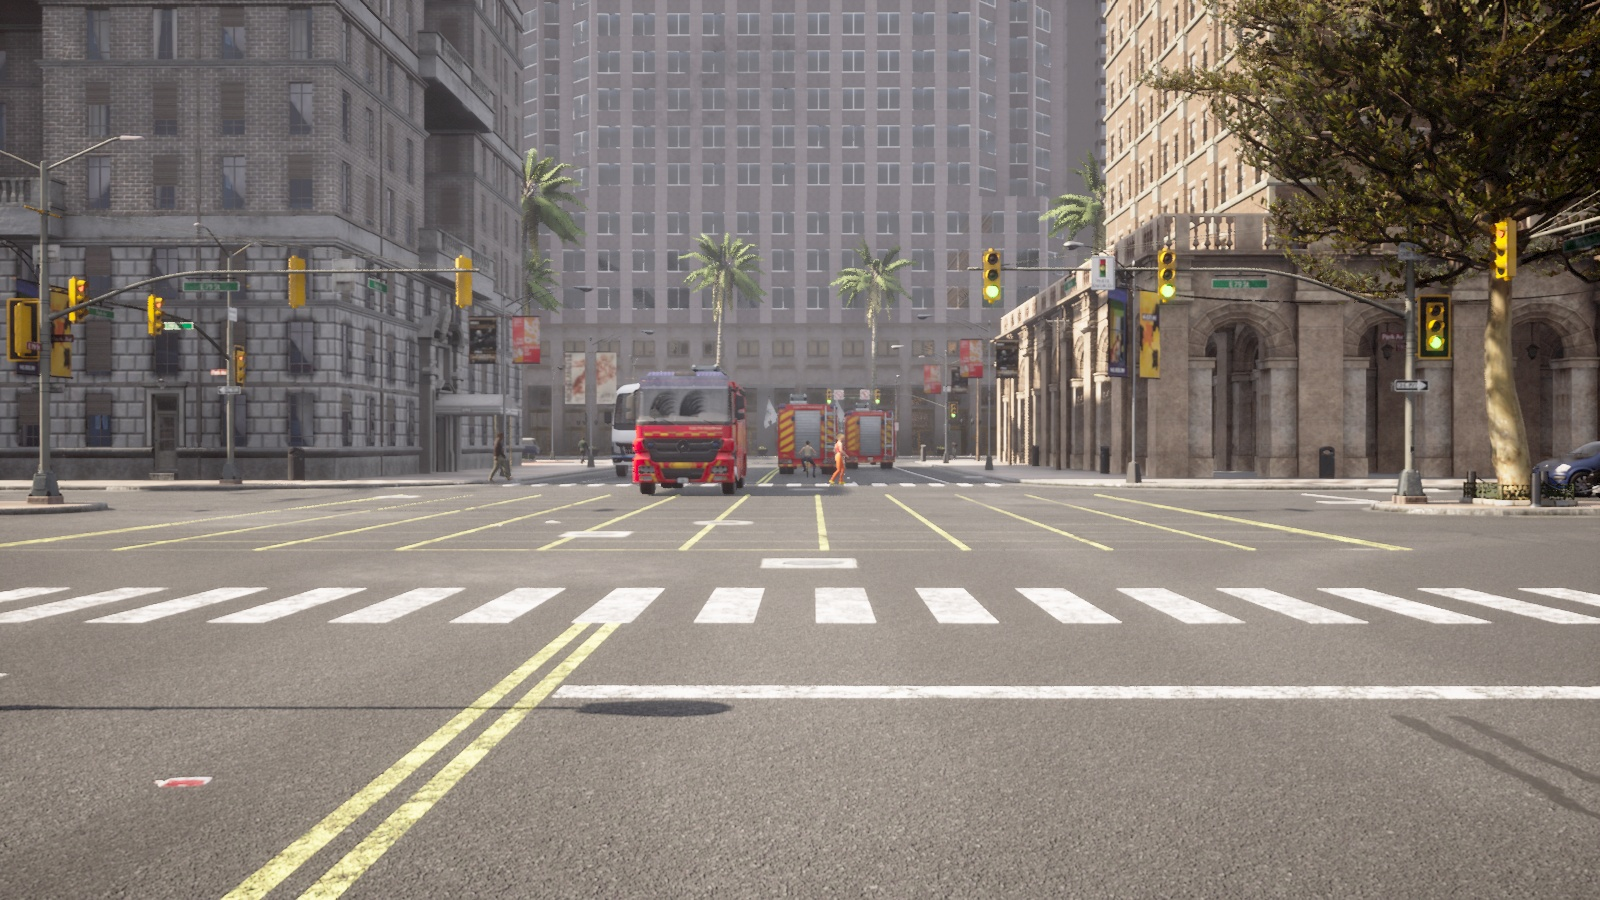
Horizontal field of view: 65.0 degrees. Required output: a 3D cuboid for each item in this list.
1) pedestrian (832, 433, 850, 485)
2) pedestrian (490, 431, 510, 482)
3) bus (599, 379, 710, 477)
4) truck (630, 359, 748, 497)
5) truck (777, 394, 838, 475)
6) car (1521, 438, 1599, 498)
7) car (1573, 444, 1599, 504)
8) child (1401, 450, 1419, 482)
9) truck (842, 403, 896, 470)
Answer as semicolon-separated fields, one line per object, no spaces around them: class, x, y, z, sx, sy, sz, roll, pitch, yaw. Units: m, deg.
pedestrian;1.447;0.315;44.659;0.594;1.836;0.345;0;0;-8
pedestrian;-10.843;0.232;45.356;0.703;1.840;0.431;0;0;-14
bus;-6.644;-0.944;59.287;3.944;4.253;10.273;0;0;0
truck;-3.257;-0.624;39.041;2.891;3.827;8.468;0;0;0
truck;0.389;-0.747;63.220;2.891;3.827;8.468;0;0;0
car;22.558;0.481;34.871;3.988;1.617;1.851;0;0;1
car;22.364;0.601;31.341;4.792;1.488;2.163;0;0;2
child;21.806;0.567;44.900;0.473;1.160;0.299;0;0;0
truck;4.082;-0.811;75.991;2.891;3.827;8.468;0;0;1
